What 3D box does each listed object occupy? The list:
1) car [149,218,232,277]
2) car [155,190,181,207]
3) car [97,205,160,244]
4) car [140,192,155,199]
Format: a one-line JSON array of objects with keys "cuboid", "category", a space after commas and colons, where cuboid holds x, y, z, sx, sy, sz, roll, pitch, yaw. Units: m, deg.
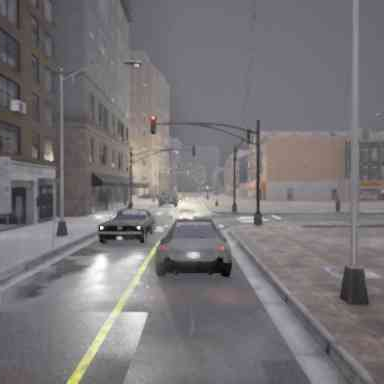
[{"cuboid": [0.046, 1.454, 9.925, 1.994, 1.385, 4.181, 0, 1, 0], "category": "car"}, {"cuboid": [-2.849, 0.779, 41.201, 2.150, 2.045, 5.566, 0, 1, 1], "category": "car"}, {"cuboid": [-2.760, 1.437, 14.951, 1.895, 1.301, 4.718, 0, 1, 0], "category": "car"}, {"cuboid": [-9.020, 0.806, 72.091, 4.674, 1.442, 1.812, 0, 1, 9], "category": "car"}]
